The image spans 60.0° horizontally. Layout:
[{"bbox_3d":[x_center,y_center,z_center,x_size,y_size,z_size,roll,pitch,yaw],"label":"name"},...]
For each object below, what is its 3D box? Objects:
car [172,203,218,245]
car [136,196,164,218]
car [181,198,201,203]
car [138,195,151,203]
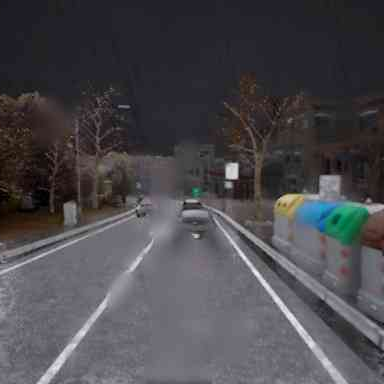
[{"bbox_3d":[0.131,1.463,15.390,1.837,1.490,4.892,0,0,0],"label":"car"},{"bbox_3d":[-3.669,1.273,29.448,2.097,1.767,4.553,0,0,-1],"label":"car"},{"bbox_3d":[-0.050,1.380,33.529,1.882,1.535,5.008,0,0,-2],"label":"car"},{"bbox_3d":[-10.237,1.457,70.927,2.033,1.411,5.357,-2,0,-16],"label":"car"}]
